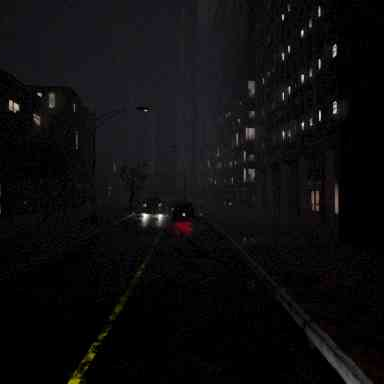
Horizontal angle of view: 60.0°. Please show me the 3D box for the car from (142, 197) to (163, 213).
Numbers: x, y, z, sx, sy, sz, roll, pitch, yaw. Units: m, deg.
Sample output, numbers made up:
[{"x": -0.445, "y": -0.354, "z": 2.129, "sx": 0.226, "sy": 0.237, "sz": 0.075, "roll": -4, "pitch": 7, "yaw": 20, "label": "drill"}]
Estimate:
[{"x": -4.222, "y": 1.338, "z": 36.126, "sx": 2.097, "sy": 1.767, "sz": 4.553, "roll": 0, "pitch": 0, "yaw": -4, "label": "car"}]

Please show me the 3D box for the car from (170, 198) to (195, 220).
[{"x": -0.755, "y": 1.499, "z": 28.083, "sx": 1.837, "sy": 1.490, "sz": 4.892, "roll": 0, "pitch": 0, "yaw": -3, "label": "car"}]

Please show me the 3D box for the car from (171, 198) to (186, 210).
[{"x": -1.793, "y": 1.511, "z": 42.619, "sx": 1.812, "sy": 1.442, "sz": 4.674, "roll": 0, "pitch": 0, "yaw": -5, "label": "car"}]
